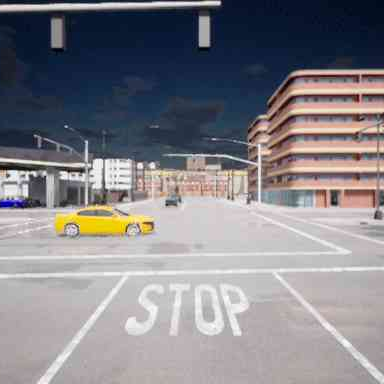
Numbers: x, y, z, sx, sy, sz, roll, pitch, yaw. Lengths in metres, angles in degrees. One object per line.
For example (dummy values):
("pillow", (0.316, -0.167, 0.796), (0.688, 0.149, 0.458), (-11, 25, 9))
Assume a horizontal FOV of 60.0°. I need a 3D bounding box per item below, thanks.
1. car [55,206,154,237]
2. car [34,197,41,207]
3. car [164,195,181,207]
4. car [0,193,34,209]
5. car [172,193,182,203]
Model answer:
("car", (-4.487, 1.495, 17.305), (5.008, 1.535, 1.882), (0, 0, 1))
("car", (-23.980, 1.430, 47.936), (3.806, 1.475, 1.970), (0, 0, 1))
("car", (-3.156, 1.520, 51.017), (2.033, 1.411, 5.357), (0, 0, 0))
("car", (-23.269, 1.273, 42.184), (4.611, 1.667, 2.242), (0, 0, 1))
("car", (-3.195, 1.185, 67.439), (2.150, 2.045, 5.566), (0, 0, 0))
